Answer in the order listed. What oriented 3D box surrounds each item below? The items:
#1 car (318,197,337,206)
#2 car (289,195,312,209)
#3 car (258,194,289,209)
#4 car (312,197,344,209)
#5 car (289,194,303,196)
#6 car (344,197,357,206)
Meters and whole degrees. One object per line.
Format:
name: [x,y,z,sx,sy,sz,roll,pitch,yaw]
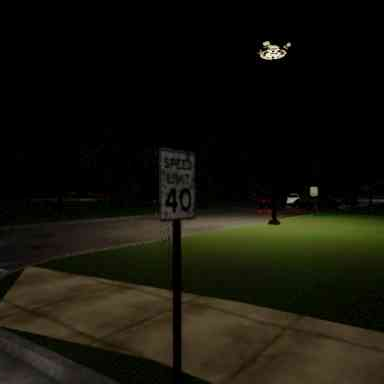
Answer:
car: [23.491,1.588,57.668,1.837,1.490,4.892,0,0,37]
car: [15.930,1.612,47.762,1.812,1.442,4.674,0,0,38]
car: [11.473,1.330,47.780,2.150,2.045,5.566,0,0,37]
car: [18.715,1.612,45.668,2.033,1.411,5.357,0,0,38]
car: [17.864,1.328,56.230,2.150,2.045,5.566,0,0,37]
car: [26.117,1.540,55.339,1.882,1.535,5.008,0,0,37]
